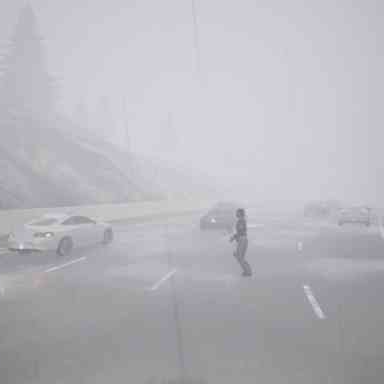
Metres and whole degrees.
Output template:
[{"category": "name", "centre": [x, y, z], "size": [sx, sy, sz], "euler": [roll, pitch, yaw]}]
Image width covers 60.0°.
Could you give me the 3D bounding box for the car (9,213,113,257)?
[{"category": "car", "centre": [-4.858, 1.525, 12.936], "size": [1.812, 1.442, 4.674], "euler": [0, 0, 16]}]

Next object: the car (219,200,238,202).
[{"category": "car", "centre": [3.561, 1.491, 30.927], "size": [2.128, 1.511, 4.902], "euler": [0, 0, 28]}]

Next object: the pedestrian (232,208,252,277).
[{"category": "pedestrian", "centre": [1.321, 1.294, 8.796], "size": [0.375, 1.860, 0.375], "euler": [0, 0, 13]}]

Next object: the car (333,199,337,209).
[{"category": "car", "centre": [17.200, 1.525, 41.302], "size": [1.812, 1.442, 4.674], "euler": [0, 0, 28]}]

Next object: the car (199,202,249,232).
[{"category": "car", "centre": [2.036, 1.564, 20.146], "size": [1.994, 1.385, 4.181], "euler": [0, 0, 25]}]

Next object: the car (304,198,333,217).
[{"category": "car", "centre": [11.883, 1.525, 31.562], "size": [1.812, 1.442, 4.674], "euler": [0, 0, 28]}]

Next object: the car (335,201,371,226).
[{"category": "car", "centre": [11.347, 1.526, 23.197], "size": [1.812, 1.442, 4.674], "euler": [0, 0, 28]}]
